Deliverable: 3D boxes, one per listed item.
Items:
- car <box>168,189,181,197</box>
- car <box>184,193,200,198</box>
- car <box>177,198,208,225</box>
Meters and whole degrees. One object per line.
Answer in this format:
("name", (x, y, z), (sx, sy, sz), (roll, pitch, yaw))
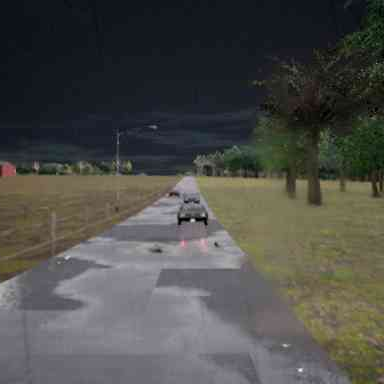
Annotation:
("car", (-2.900, 0.092, 55.773), (1.895, 1.301, 4.718), (0, 3, 0))
("car", (-0.004, 0.808, 39.492), (1.895, 1.301, 4.718), (0, 2, 0))
("car", (0.043, 1.359, 22.020), (1.895, 1.301, 4.718), (0, 1, 0))
